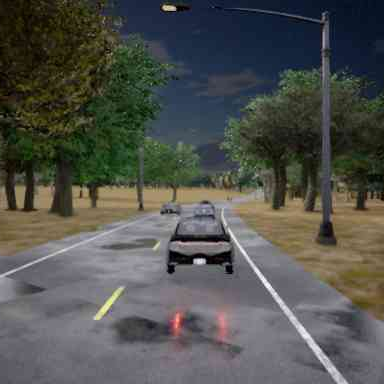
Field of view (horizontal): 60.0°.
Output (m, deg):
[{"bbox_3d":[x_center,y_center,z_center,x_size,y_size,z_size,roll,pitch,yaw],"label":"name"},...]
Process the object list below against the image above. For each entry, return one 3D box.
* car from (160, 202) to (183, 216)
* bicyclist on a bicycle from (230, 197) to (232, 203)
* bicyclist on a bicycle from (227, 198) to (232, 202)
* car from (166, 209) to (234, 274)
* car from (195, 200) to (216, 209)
[{"bbox_3d":[-2.111,1.742,34.955,1.994,1.385,4.181,0,0,5],"label":"car"},{"bbox_3d":[10.833,2.195,92.240,0.582,1.620,1.656,0,-1,12],"label":"bicyclist on a bicycle"},{"bbox_3d":[9.049,2.028,83.467,0.659,1.776,1.843,0,0,11],"label":"bicyclist on a bicycle"},{"bbox_3d":[0.272,1.528,10.721,2.128,1.511,4.902,0,0,2],"label":"car"},{"bbox_3d":[1.223,1.701,30.330,2.033,1.411,5.357,0,0,4],"label":"car"}]
